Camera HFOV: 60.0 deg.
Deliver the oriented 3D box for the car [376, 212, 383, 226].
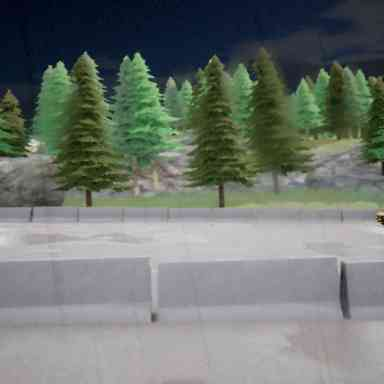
[{"bbox_3d":[15.145,1.607,22.532,5.008,1.535,1.882,1,0,-2],"label":"car"}]
